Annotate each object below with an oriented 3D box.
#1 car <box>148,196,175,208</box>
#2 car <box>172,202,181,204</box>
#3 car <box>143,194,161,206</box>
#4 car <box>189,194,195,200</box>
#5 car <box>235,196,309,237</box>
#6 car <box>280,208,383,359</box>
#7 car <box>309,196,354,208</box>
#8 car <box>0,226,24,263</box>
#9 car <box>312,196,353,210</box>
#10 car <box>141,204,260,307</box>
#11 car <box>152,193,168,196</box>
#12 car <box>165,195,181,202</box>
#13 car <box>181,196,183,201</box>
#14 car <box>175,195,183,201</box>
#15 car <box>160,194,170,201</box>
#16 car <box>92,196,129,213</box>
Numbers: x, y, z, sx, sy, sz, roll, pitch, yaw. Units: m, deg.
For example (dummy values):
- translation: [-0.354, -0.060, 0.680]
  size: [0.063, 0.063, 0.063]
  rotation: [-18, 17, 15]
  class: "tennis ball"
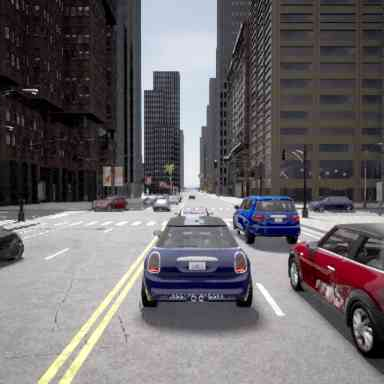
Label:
- translation: [-3.357, 1.520, 38.082]
  size: [2.033, 1.411, 5.357]
  rotation: [0, 0, 0]
  class: "car"
- translation: [0.090, 1.480, 17.048]
  size: [2.128, 1.511, 4.902]
  rotation: [0, 0, 0]
  class: "car"
- translation: [-6.603, 1.456, 52.747]
  size: [2.128, 1.511, 4.902]
  rotation: [0, 0, 0]
  class: "car"
- translation: [-0.019, 1.458, 92.264]
  size: [1.837, 1.490, 4.892]
  rotation: [0, 0, 0]
  class: "car"
- translation: [3.349, 1.211, 15.863]
  size: [2.150, 2.045, 5.566]
  rotation: [0, 0, -2]
  class: "car"
- translation: [3.344, 1.349, 6.152]
  size: [2.097, 1.767, 4.553]
  rotation: [0, 0, 0]
  class: "car"
- translation: [15.345, 1.278, 36.907]
  size: [4.553, 1.767, 2.097]
  rotation: [0, 1, -1]
  class: "car"
- translation: [-6.602, 1.559, 9.393]
  size: [1.994, 1.385, 4.181]
  rotation: [0, 0, 0]
  class: "car"
- translation: [16.671, 1.324, 39.608]
  size: [4.097, 1.590, 1.967]
  rotation: [0, 1, 0]
  class: "car"
- translation: [0.094, 1.348, 8.111]
  size: [2.097, 1.767, 4.553]
  rotation: [0, 0, 0]
  class: "car"
- translation: [-6.514, 1.452, 69.108]
  size: [2.128, 1.511, 4.902]
  rotation: [0, 0, 0]
  class: "car"
- translation: [-3.348, 1.564, 56.413]
  size: [1.895, 1.301, 4.718]
  rotation: [0, 0, 0]
  class: "car"
- translation: [-3.264, 1.512, 69.549]
  size: [1.994, 1.385, 4.181]
  rotation: [0, 0, 0]
  class: "car"
- translation: [-3.267, 1.501, 83.973]
  size: [1.994, 1.385, 4.181]
  rotation: [0, 0, 0]
  class: "car"
- translation: [-6.517, 1.311, 81.342]
  size: [2.097, 1.767, 4.553]
  rotation: [0, 0, 0]
  class: "car"
- translation: [-9.082, 1.320, 37.452]
  size: [2.097, 1.767, 4.553]
  rotation: [0, 0, 26]
  class: "car"
